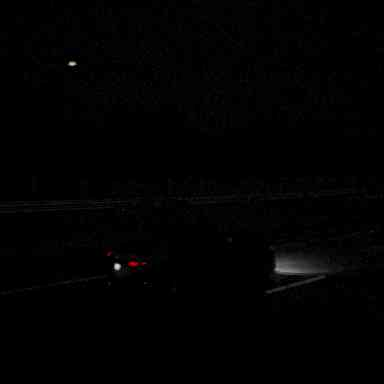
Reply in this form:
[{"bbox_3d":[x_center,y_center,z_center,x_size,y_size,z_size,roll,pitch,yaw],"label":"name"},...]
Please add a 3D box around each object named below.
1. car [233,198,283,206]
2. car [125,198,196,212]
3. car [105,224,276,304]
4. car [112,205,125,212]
[{"bbox_3d":[4.691,1.183,24.330,4.902,1.511,2.128,-1,1,-35],"label":"car"},{"bbox_3d":[-1.952,1.269,23.987,5.008,1.535,1.882,-1,1,-35],"label":"car"},{"bbox_3d":[0.072,1.487,8.069,4.181,1.385,1.994,-1,1,-35],"label":"car"},{"bbox_3d":[-3.939,1.266,26.868,5.008,1.535,1.882,-1,1,-35],"label":"car"}]
